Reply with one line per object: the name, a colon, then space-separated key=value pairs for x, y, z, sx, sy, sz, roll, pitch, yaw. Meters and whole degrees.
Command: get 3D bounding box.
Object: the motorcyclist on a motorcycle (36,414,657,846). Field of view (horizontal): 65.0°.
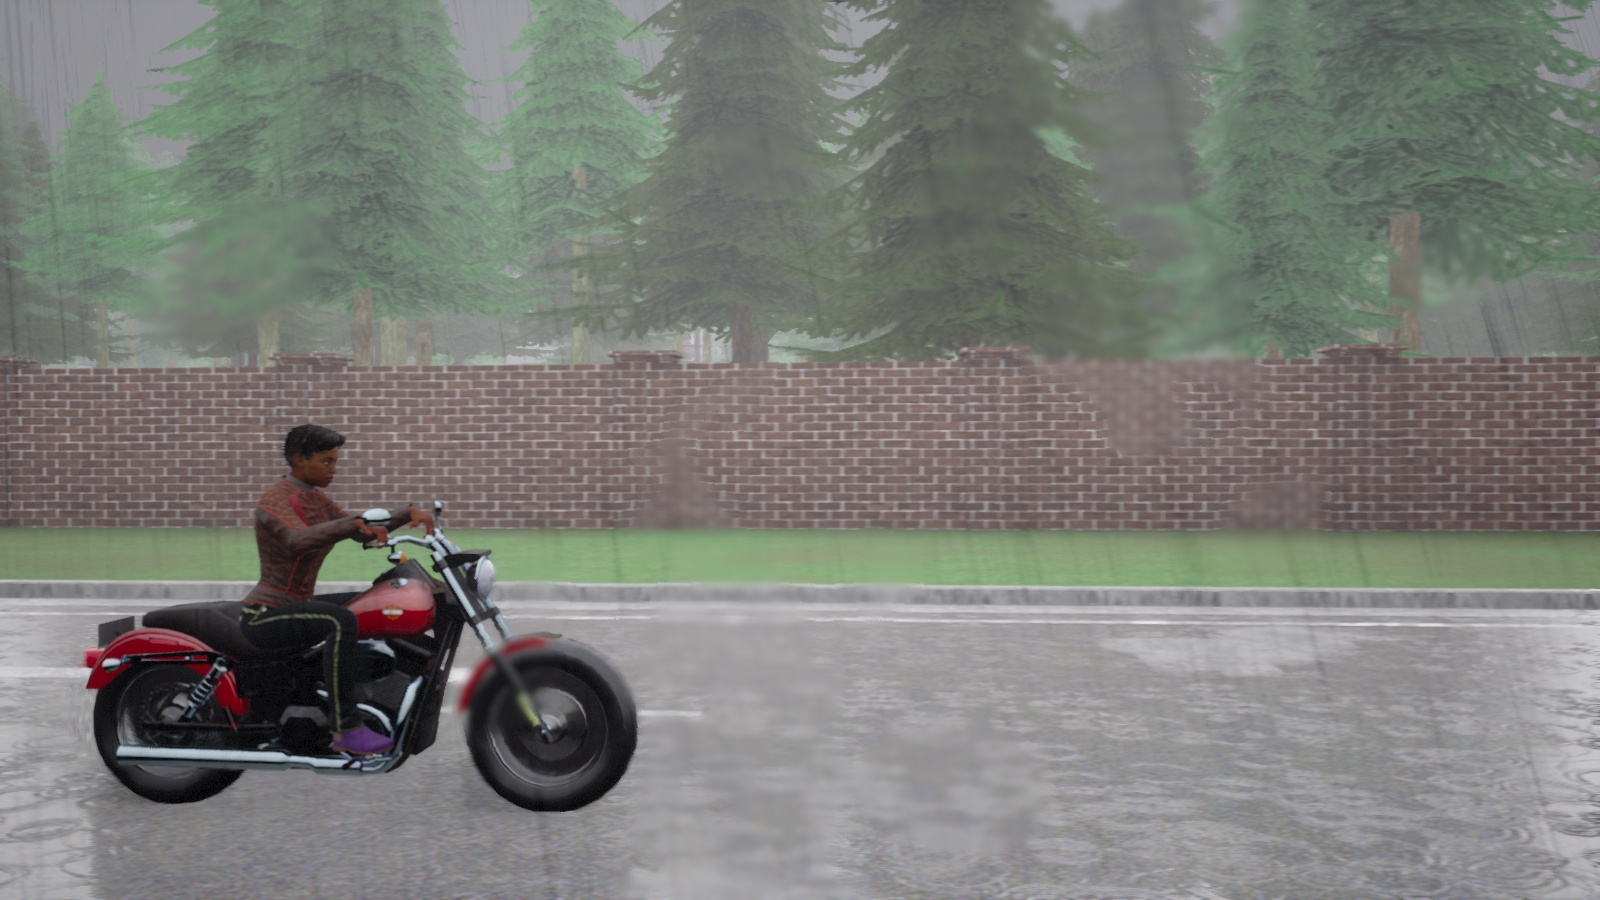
motorcyclist on a motorcycle: x=-1.840 y=0.685 z=5.293 sx=2.350 sy=1.649 sz=0.766 roll=0 pitch=1 yaw=5
